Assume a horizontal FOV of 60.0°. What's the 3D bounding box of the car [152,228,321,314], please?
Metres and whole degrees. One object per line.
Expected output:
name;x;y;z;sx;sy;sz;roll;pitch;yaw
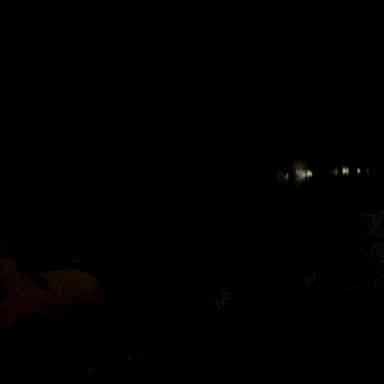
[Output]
car;1.194;1.556;7.616;4.313;1.339;1.947;0;0;-36

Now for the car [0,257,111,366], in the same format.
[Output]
car;-3.535;1.527;4.241;4.829;1.417;1.752;0;0;-36
